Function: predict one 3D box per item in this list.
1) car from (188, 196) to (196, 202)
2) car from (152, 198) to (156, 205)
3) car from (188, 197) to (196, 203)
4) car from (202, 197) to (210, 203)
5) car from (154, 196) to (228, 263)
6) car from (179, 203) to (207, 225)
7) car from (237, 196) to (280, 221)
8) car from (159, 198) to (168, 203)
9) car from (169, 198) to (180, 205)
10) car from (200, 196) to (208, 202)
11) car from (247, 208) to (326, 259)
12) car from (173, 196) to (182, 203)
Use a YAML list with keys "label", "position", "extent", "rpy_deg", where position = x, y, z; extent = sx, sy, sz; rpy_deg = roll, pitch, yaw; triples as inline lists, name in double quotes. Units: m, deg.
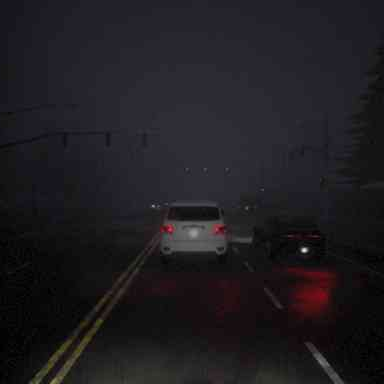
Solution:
- label: "car"
  position: [0.005, 1.977, 95.295]
  extent: [2.033, 1.411, 5.357]
  rpy_deg: [0, 0, 0]
- label: "car"
  position: [-7.002, 1.895, 67.049]
  extent: [2.128, 1.511, 4.902]
  rpy_deg: [0, 0, 0]
- label: "car"
  position: [0.005, 2.023, 85.787]
  extent: [2.128, 1.511, 4.902]
  rpy_deg: [0, 0, 0]
- label: "car"
  position: [3.505, 2.022, 86.043]
  extent: [1.812, 1.442, 4.674]
  rpy_deg: [0, 0, 0]
- label: "car"
  position: [0.067, 1.295, 12.472]
  extent: [2.150, 2.045, 5.566]
  rpy_deg: [0, 0, 0]
- label: "car"
  position: [0.068, 1.692, 26.896]
  extent: [2.033, 1.411, 5.357]
  rpy_deg: [0, 0, 0]
- label: "car"
  position: [5.826, 1.386, 28.619]
  extent: [2.150, 2.045, 5.566]
  rpy_deg: [-2, -1, 33]
- label: "car"
  position: [-6.995, 2.075, 82.611]
  extent: [1.895, 1.301, 4.718]
  rpy_deg: [0, 0, 0]
- label: "car"
  position: [-3.501, 1.949, 67.018]
  extent: [1.994, 1.385, 4.181]
  rpy_deg: [0, 0, 0]
- label: "car"
  position: [3.505, 1.962, 95.295]
  extent: [2.128, 1.511, 4.902]
  rpy_deg: [0, 0, 0]
- label: "car"
  position: [3.570, 1.582, 12.950]
  extent: [1.837, 1.490, 4.892]
  rpy_deg: [0, 0, 0]
- label: "car"
  position: [-3.495, 1.835, 82.666]
  extent: [2.097, 1.767, 4.553]
  rpy_deg: [0, 0, 0]
